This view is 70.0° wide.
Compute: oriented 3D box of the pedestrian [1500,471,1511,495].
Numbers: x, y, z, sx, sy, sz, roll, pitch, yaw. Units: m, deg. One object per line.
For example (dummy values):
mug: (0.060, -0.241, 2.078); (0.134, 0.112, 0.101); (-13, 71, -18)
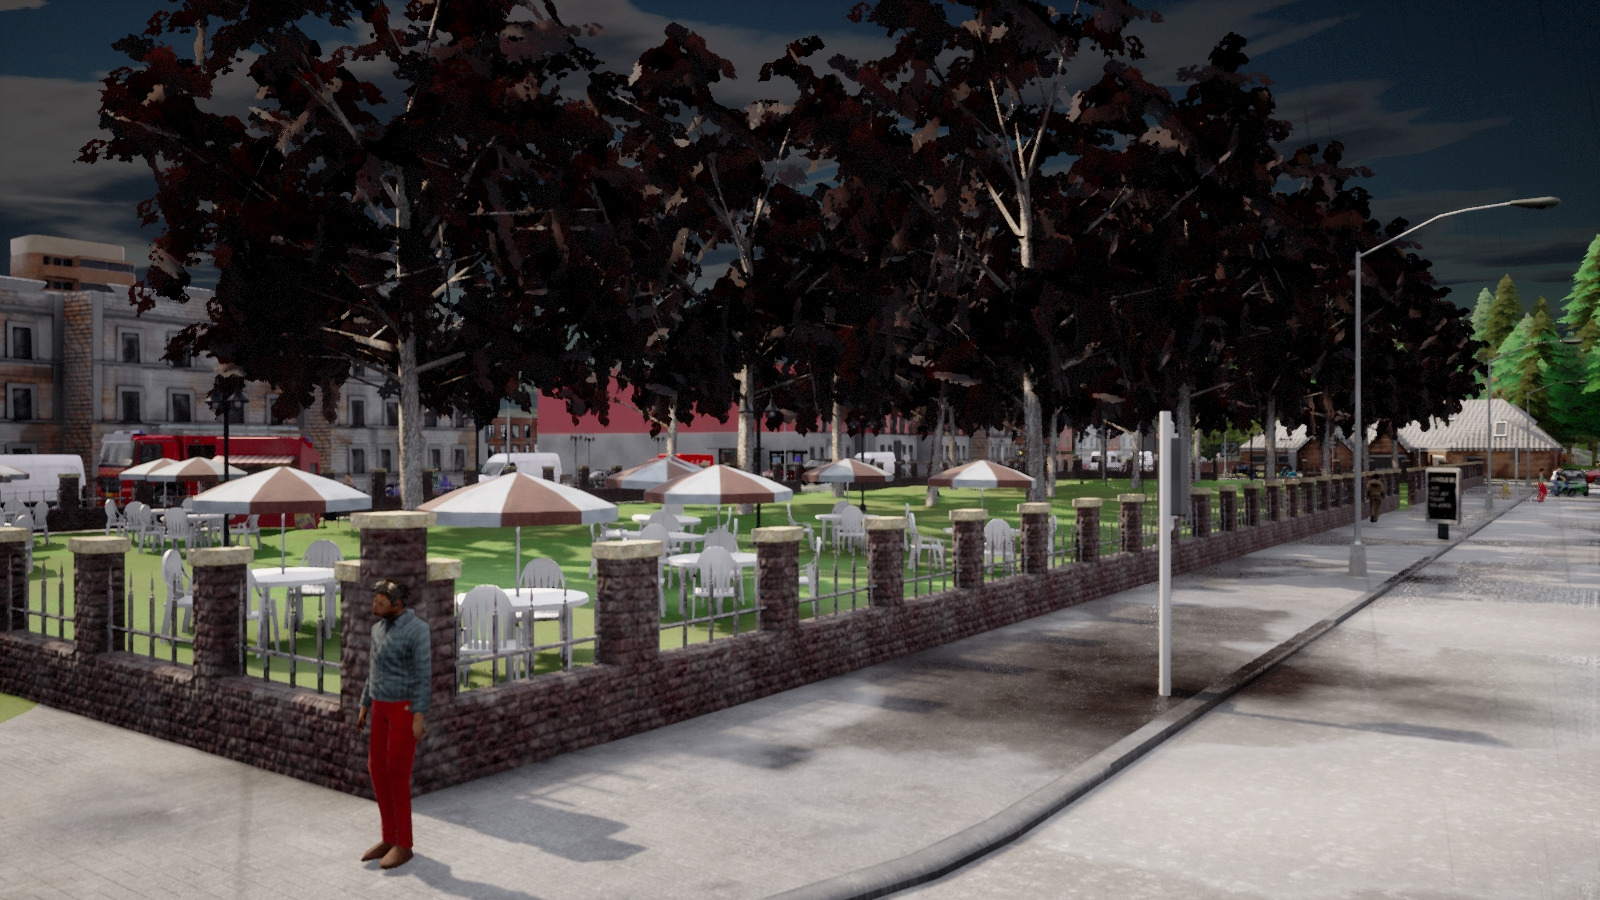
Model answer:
pedestrian: (38.820, 1.798, 62.859); (0.375, 1.300, 0.375); (0, 0, -10)

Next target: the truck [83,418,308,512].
truck: (-26.596, 0.609, 50.777); (2.891, 3.827, 8.468); (0, 0, 35)

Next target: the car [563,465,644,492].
car: (-12.165, 1.753, 71.049); (2.097, 1.535, 5.006); (0, 0, 35)

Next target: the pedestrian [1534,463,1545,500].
pedestrian: (38.164, 1.624, 58.942); (0.375, 1.860, 0.375); (0, 0, 17)

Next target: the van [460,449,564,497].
van: (-16.328, 1.253, 65.083); (1.988, 2.561, 5.915); (0, 0, 35)

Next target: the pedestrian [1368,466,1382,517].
pedestrian: (21.146, 1.515, 42.017); (0.375, 1.860, 0.375); (0, 0, 35)

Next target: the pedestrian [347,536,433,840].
pedestrian: (-2.654, 1.508, 7.405); (0.375, 1.860, 0.375); (0, 0, 36)

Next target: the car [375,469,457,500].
car: (-20.044, 1.756, 59.739); (1.845, 1.501, 3.633); (0, 0, 35)

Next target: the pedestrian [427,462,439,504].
pedestrian: (-16.355, 1.471, 50.924); (0.375, 1.860, 0.375); (0, 0, 34)

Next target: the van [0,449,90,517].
van: (-31.020, 1.253, 44.007); (1.988, 2.561, 5.915); (0, 0, 35)

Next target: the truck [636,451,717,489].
truck: (-8.232, 1.287, 76.670); (2.627, 2.467, 5.204); (0, 0, 35)
